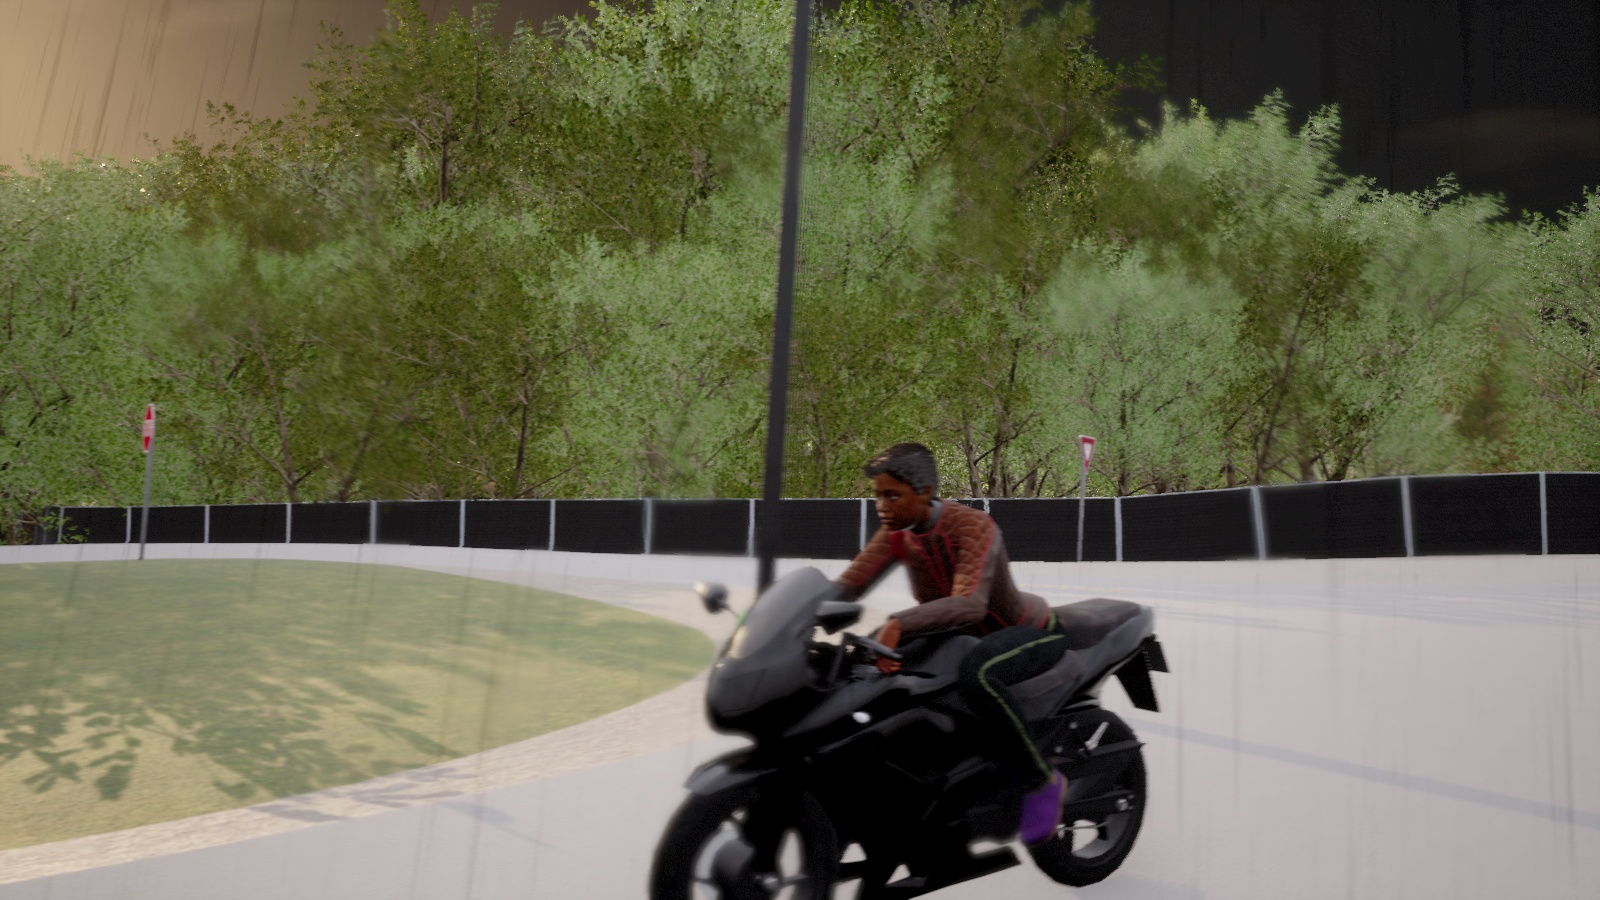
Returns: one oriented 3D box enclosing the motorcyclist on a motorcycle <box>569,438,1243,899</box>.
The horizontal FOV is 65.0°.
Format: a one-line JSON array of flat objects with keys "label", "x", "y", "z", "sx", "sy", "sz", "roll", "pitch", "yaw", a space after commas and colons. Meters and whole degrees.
[{"label": "motorcyclist on a motorcycle", "x": 0.401, "y": 0.736, "z": 3.876, "sx": 2.044, "sy": 1.523, "sz": 0.797, "roll": 0, "pitch": 0, "yaw": -36}]
